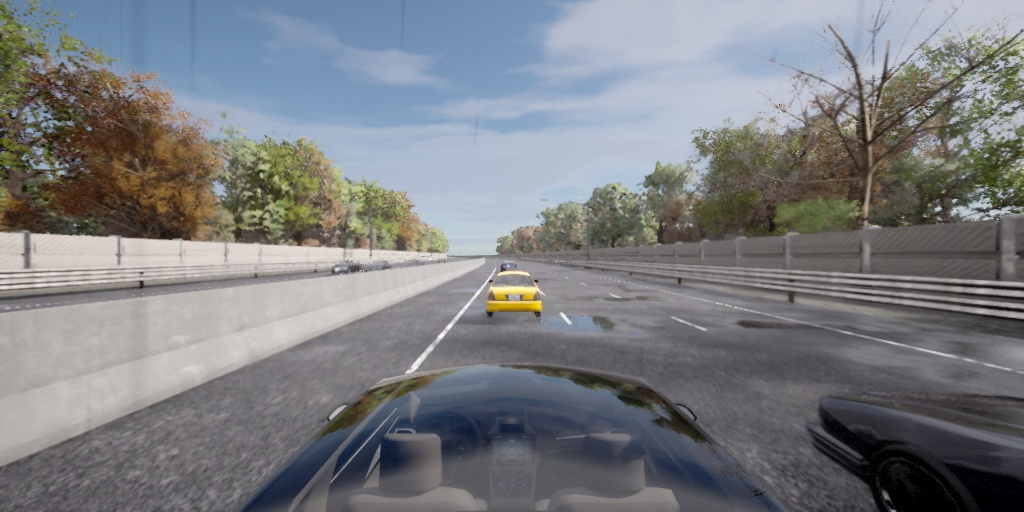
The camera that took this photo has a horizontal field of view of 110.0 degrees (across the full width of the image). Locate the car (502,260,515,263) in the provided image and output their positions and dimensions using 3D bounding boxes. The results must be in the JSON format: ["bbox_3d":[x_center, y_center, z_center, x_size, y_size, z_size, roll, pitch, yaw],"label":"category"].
[{"bbox_3d":[-0.436,1.269,44.491,2.163,1.488,4.792,0,0,-1],"label":"car"}]

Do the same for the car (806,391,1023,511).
[{"bbox_3d":[3.596,1.296,0.748,2.033,1.411,5.357,0,0,0],"label":"car"}]

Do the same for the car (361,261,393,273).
[{"bbox_3d":[-14.511,1.288,39.409,1.812,1.442,4.674,0,0,-1],"label":"car"}]

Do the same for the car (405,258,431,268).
[{"bbox_3d":[-11.054,1.268,41.502,1.837,1.490,4.892,0,0,-1],"label":"car"}]

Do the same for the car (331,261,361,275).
[{"bbox_3d":[-18.008,1.254,39.295,2.128,1.511,4.902,0,0,-1],"label":"car"}]

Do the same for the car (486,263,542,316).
[{"bbox_3d":[0.051,1.210,13.237,1.801,1.575,5.366,0,0,0],"label":"car"}]
